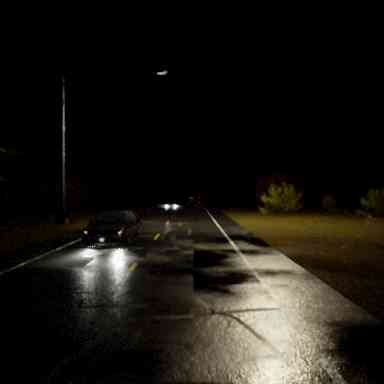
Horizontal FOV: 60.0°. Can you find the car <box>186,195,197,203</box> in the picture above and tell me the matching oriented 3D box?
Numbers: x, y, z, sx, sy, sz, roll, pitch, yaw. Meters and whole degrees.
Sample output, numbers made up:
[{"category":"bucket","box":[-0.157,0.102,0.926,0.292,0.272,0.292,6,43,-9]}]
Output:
[{"category":"car","box":[-0.020,1.365,64.162,2.128,1.511,4.902,0,0,0]}]

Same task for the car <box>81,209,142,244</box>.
[{"category":"car","box":[-3.603,1.531,15.963,2.033,1.411,5.357,0,0,0]}]

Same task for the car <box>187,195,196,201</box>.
[{"category":"car","box":[-0.028,1.364,77.504,2.033,1.411,5.357,0,0,0]}]

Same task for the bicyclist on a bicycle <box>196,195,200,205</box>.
[{"category":"bicyclist on a bicycle","box":[0.945,1.352,54.705,0.582,1.620,1.656,0,0,0]}]

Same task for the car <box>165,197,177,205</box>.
[{"category":"car","box":[-3.567,1.491,57.980,1.895,1.301,4.718,0,0,1]}]

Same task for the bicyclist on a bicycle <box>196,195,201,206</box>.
[{"category":"bicyclist on a bicycle","box":[0.948,1.295,45.629,0.659,1.776,1.843,0,0,0]}]
